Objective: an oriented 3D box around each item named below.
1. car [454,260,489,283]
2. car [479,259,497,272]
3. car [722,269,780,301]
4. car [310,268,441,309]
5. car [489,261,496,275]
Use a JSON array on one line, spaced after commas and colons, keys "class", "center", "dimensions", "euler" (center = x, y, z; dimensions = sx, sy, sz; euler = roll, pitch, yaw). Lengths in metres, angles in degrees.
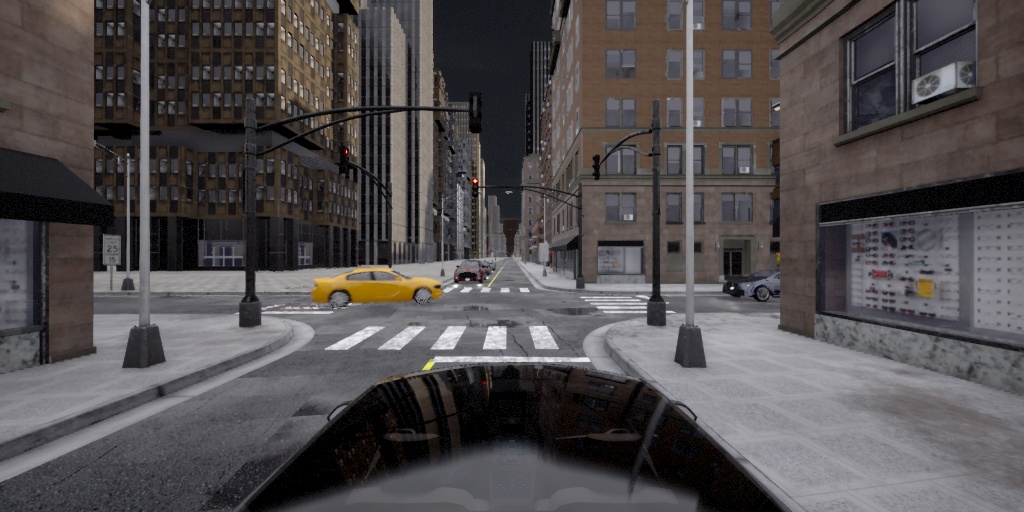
[{"class": "car", "center": [-3.159, 1.103, 27.816], "dimensions": [2.097, 1.767, 4.553], "euler": [0, 0, 0]}, {"class": "car", "center": [-3.189, 1.242, 48.493], "dimensions": [2.128, 1.511, 4.902], "euler": [0, 0, 0]}, {"class": "car", "center": [12.219, 1.313, 16.687], "dimensions": [4.181, 1.385, 1.994], "euler": [0, 0, -1]}, {"class": "car", "center": [-5.447, 1.230, 14.806], "dimensions": [5.008, 1.535, 1.882], "euler": [0, 1, -20]}, {"class": "car", "center": [-3.175, 1.298, 38.075], "dimensions": [2.033, 1.411, 5.357], "euler": [0, 0, 0]}]
